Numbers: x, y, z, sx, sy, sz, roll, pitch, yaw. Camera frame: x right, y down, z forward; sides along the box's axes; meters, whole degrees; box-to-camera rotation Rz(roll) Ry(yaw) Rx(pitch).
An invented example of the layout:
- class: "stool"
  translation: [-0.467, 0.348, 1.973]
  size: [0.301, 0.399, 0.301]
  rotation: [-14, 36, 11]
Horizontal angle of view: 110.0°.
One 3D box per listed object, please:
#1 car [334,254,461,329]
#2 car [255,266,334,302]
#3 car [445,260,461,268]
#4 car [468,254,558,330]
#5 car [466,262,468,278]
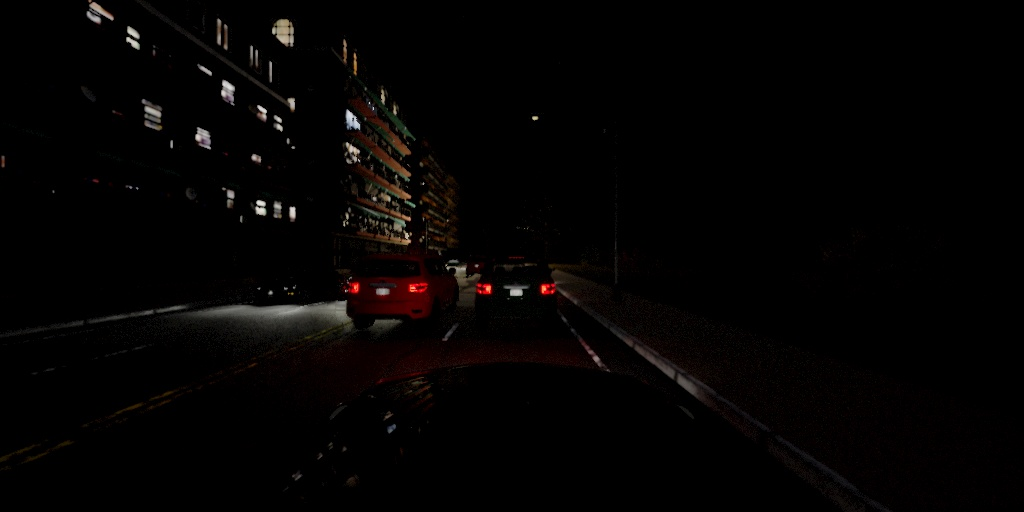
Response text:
- class: "car"
  translation: [-3.125, 0.966, 11.353]
  size: [2.150, 2.045, 5.566]
  rotation: [0, 0, 0]
- class: "car"
  translation: [-9.814, 1.250, 17.002]
  size: [1.837, 1.490, 4.892]
  rotation: [0, 0, 0]
- class: "car"
  translation: [-9.691, 1.325, 59.053]
  size: [1.895, 1.301, 4.718]
  rotation: [0, 0, 0]
- class: "car"
  translation: [0.118, 0.969, 11.245]
  size: [2.150, 2.045, 5.566]
  rotation: [0, 0, 0]
- class: "car"
  translation: [-3.072, 0.961, 34.140]
  size: [2.150, 2.045, 5.566]
  rotation: [0, 0, 0]
